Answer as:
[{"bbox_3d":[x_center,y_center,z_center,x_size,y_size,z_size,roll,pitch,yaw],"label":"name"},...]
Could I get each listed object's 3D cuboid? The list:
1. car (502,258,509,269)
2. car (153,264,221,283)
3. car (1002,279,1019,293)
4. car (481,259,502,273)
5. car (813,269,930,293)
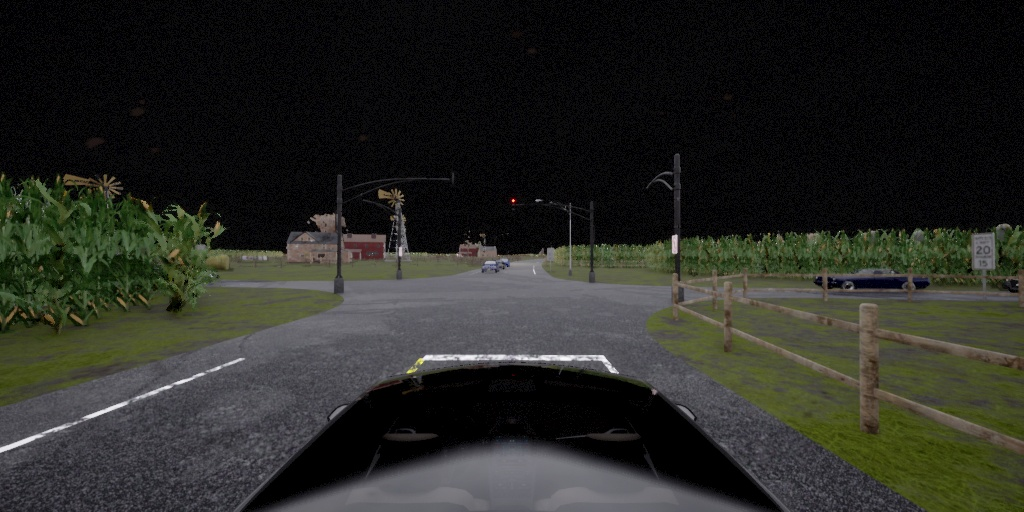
[{"bbox_3d":[-2.065,1.299,53.917,1.994,1.385,4.181,0,0,5],"label":"car"},{"bbox_3d":[-22.957,1.196,25.063,4.902,1.511,2.128,0,-1,9],"label":"car"},{"bbox_3d":[29.349,1.376,19.028,4.181,1.385,1.994,0,-1,10],"label":"car"},{"bbox_3d":[-2.595,1.267,43.910,1.812,1.442,4.674,0,0,3],"label":"car"},{"bbox_3d":[20.381,1.399,20.577,4.718,1.301,1.895,0,-1,9],"label":"car"}]
